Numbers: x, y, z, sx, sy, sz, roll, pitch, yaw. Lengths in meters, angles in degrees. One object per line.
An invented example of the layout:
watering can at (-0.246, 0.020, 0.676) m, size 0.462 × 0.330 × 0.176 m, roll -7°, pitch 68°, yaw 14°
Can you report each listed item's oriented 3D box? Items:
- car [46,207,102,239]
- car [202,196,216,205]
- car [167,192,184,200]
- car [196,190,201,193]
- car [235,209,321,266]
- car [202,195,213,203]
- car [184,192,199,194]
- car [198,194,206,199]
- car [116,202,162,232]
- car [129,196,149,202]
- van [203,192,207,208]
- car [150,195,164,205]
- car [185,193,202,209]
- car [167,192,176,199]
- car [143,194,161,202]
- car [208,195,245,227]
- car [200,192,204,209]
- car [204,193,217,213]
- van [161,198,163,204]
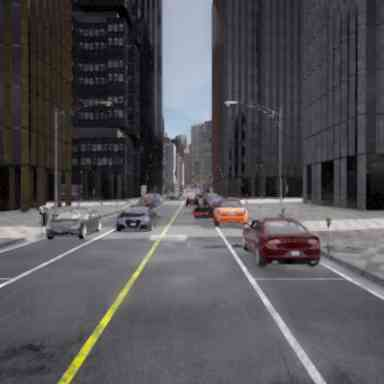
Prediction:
car at (-5.768, 1.484, 16.692) m, size 2.008 × 1.369 × 4.403 m, roll 0°, pitch 0°, yaw 0°
car at (2.778, 1.335, 55.351) m, size 2.008 × 1.369 × 4.403 m, roll 0°, pitch 0°, yaw 0°
car at (-2.981, 0.960, 60.786) m, size 1.882 × 1.535 × 5.008 m, roll 0°, pitch 0°, yaw 0°
car at (2.784, 0.993, 87.916) m, size 2.192 × 1.841 × 5.009 m, roll 0°, pitch 0°, yaw 0°
car at (2.774, 1.500, 11.148) m, size 1.887 × 1.381 × 4.507 m, roll 0°, pitch 0°, yaw 0°
car at (2.778, 1.309, 60.877) m, size 1.887 × 1.381 × 4.507 m, roll 0°, pitch 0°, yaw 0°
car at (0.020, 1.261, 59.426) m, size 2.128 × 1.511 × 4.902 m, roll 0°, pitch 0°, yaw 0°
car at (2.787, 1.229, 93.561) m, size 1.947 × 1.339 × 4.313 m, roll 0°, pitch 0°, yaw 0°
car at (-3.091, 1.487, 19.425) m, size 1.994 × 1.385 × 4.181 m, roll 0°, pitch 0°, yaw 0°
car at (-5.760, 1.395, 33.096) m, size 1.752 × 1.417 × 4.829 m, roll 0°, pitch 0°, yaw 0°
van at (2.776, 1.167, 44.299) m, size 1.690 × 1.788 × 3.998 m, roll 0°, pitch 0°, yaw 0°
car at (-5.750, 1.310, 55.195) m, size 1.752 × 1.417 × 4.829 m, roll 0°, pitch 0°, yaw 0°
car at (0.078, 1.289, 48.203) m, size 1.882 × 1.535 × 5.008 m, roll 0°, pitch -1°, yaw 0°
car at (-5.739, 0.978, 93.572) m, size 2.192 × 1.841 × 5.009 m, roll 0°, pitch 0°, yaw 0°
car at (-5.756, 1.141, 44.315) m, size 2.192 × 1.841 × 5.009 m, roll 0°, pitch 0°, yaw 0°
car at (2.395, 1.264, 22.110) m, size 2.097 × 1.767 × 4.553 m, roll 0°, pitch 0°, yaw 0°
car at (2.776, 1.120, 49.825) m, size 2.192 × 1.841 × 5.009 m, roll 0°, pitch 0°, yaw 0°
car at (2.776, 1.287, 38.775) m, size 1.967 × 1.590 × 4.097 m, roll 0°, pitch 0°, yaw 0°
van at (-5.753, 1.146, 49.840) m, size 1.690 × 1.788 × 3.998 m, roll 0°, pitch 0°, yaw 0°
